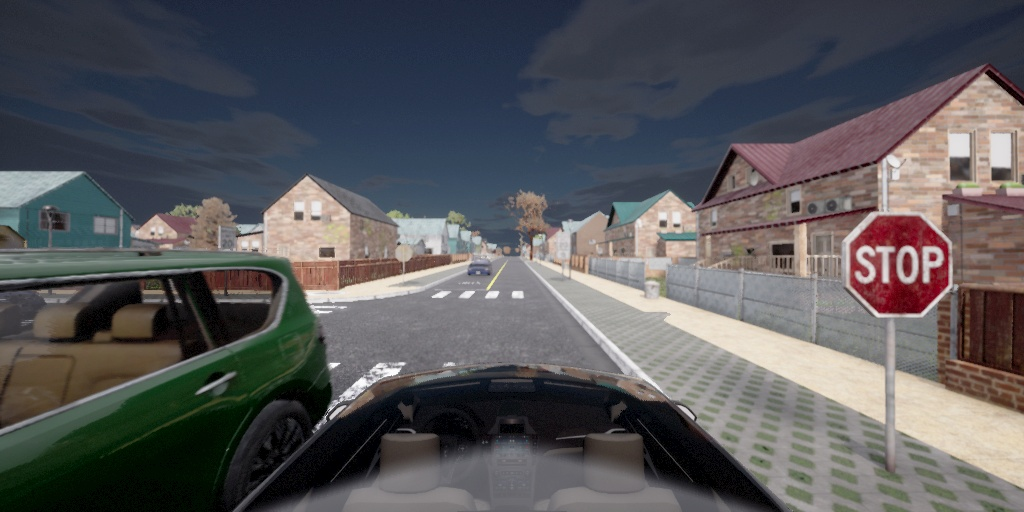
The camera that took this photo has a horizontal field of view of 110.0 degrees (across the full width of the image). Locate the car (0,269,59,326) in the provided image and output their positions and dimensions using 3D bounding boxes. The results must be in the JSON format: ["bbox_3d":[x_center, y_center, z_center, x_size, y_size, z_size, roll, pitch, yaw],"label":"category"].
[{"bbox_3d":[-15.467,1.079,9.442,4.674,1.442,1.812,0,-1,-1],"label":"car"}]

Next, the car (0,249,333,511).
[{"bbox_3d":[-2.748,0.991,1.071,2.150,2.045,5.566,0,1,0],"label":"car"}]

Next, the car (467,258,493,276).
[{"bbox_3d":[-2.607,0.900,30.321,2.033,1.411,5.357,0,1,0],"label":"car"}]
